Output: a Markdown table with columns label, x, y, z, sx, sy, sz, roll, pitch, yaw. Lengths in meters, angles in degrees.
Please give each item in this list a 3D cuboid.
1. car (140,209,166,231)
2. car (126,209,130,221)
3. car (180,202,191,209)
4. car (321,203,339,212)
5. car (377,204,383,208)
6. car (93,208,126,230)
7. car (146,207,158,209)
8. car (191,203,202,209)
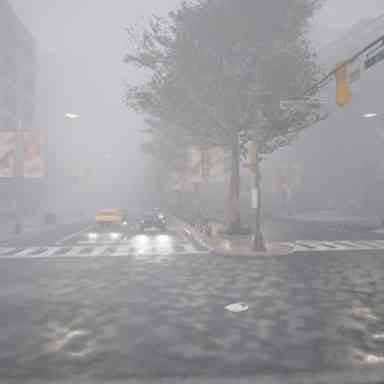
| label | x | y | z | sx | sy | sz | roll | pitch | yaw |
| --- | --- | --- | --- | --- | --- | --- | --- | --- | --- |
| car | -2.985 | 2.237 | 25.558 | 1.895 | 1.301 | 4.718 | 0 | -1 | -7 |
| car | -7.978 | 2.486 | 37.171 | 2.033 | 1.411 | 5.357 | 0 | -1 | -7 |
| car | -2.227 | 3.292 | 82.972 | 2.097 | 1.767 | 4.553 | 0 | -1 | -7 |
| car | 23.952 | 2.724 | 58.380 | 2.161 | 1.482 | 4.786 | 0 | -1 | -8 |
| car | 35.509 | 2.750 | 59.465 | 1.895 | 1.301 | 4.718 | 0 | -1 | -8 |
| car | -6.667 | 2.159 | 26.759 | 1.882 | 1.535 | 5.008 | 0 | -1 | -7 |
| car | -4.285 | 2.381 | 35.820 | 2.128 | 1.511 | 4.902 | 0 | -1 | -7 |
| car | 1.237 | 3.529 | 83.474 | 1.895 | 1.301 | 4.718 | 0 | -1 | -7 |
